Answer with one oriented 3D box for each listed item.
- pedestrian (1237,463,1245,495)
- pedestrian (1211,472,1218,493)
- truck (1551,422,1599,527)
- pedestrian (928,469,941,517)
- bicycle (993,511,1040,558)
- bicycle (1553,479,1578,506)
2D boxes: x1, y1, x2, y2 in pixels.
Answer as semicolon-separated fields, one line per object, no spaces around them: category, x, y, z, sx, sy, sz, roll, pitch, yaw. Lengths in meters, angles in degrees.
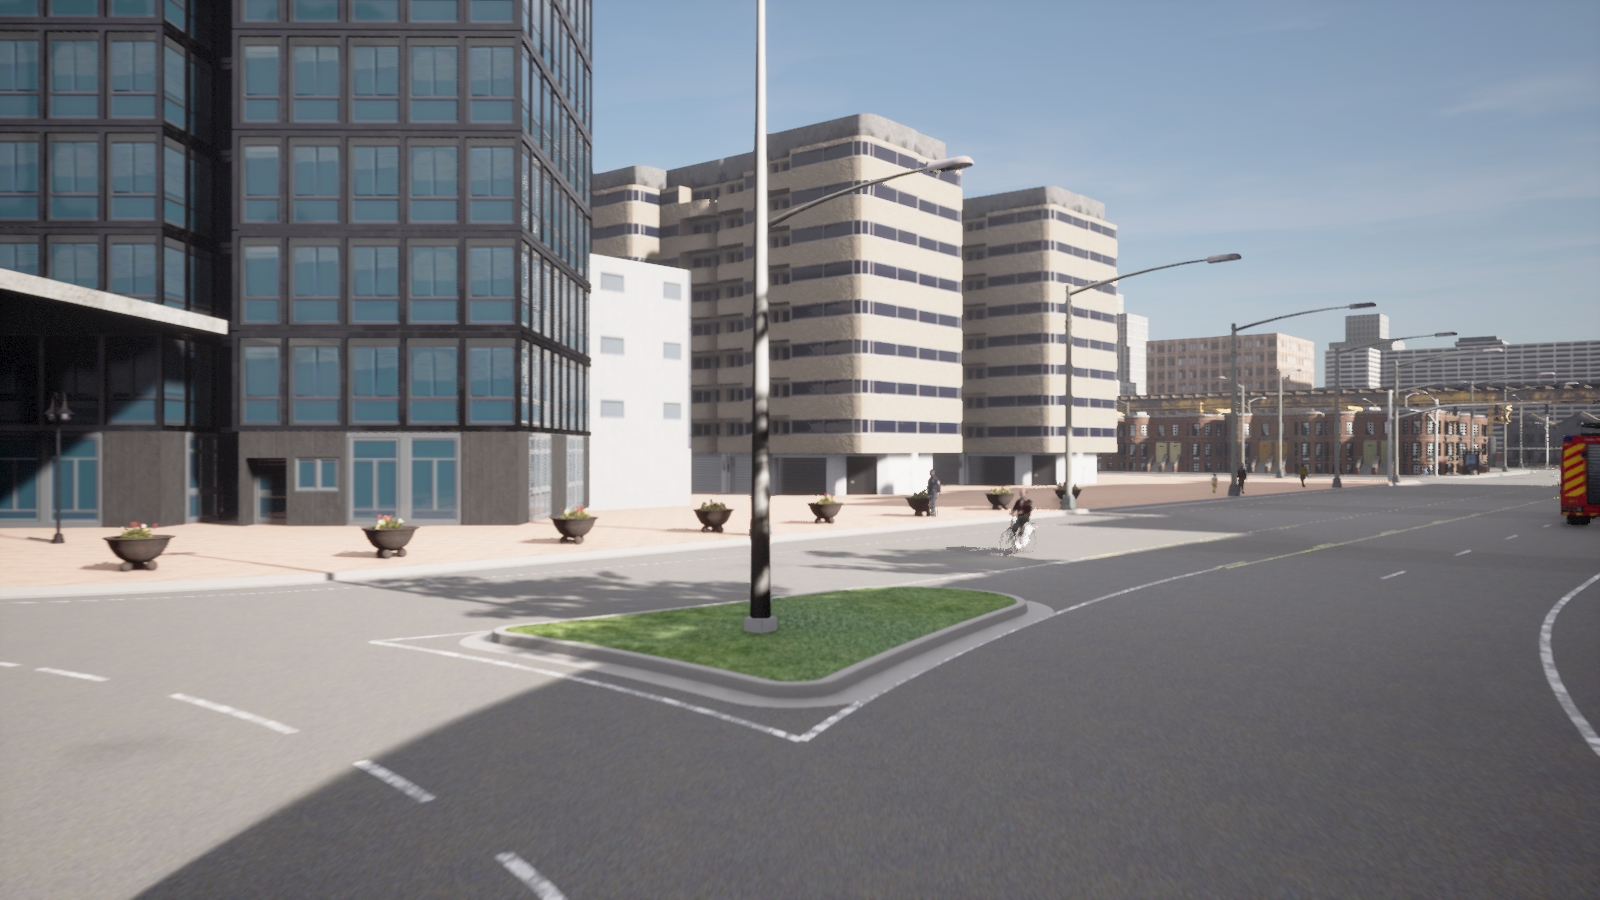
pedestrian;26.165;1.701;67.768;0.375;1.860;0.375;0;0;37
pedestrian;25.388;1.990;69.988;0.375;1.300;0.375;0;0;27
truck;31.878;0.897;44.878;2.891;3.827;8.468;0;0;41
pedestrian;5.268;1.694;44.682;0.375;1.860;0.375;0;0;40
bicycle;5.782;2.233;30.428;0.329;1.126;1.835;0;0;42
bicycle;38.927;2.153;58.081;0.859;1.301;1.487;0;0;41
